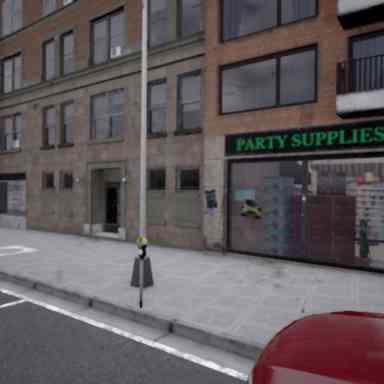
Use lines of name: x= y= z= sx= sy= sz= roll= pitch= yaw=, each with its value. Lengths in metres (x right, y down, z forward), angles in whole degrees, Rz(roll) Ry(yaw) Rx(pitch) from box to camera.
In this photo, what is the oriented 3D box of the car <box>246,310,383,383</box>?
car: x=2.559 y=1.320 z=1.242 sx=5.009 sy=1.841 sz=2.192 roll=0 pitch=1 yaw=35
